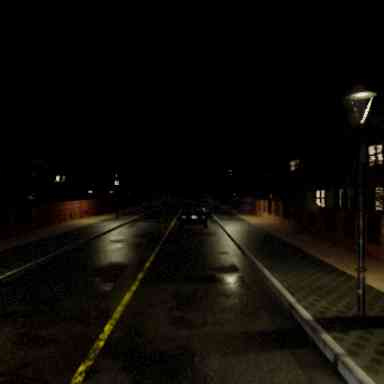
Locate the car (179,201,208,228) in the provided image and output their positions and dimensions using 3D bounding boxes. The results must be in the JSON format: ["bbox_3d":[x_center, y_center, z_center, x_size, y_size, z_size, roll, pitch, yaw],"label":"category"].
[{"bbox_3d":[0.101,1.558,22.414,2.033,1.411,5.357,0,0,0],"label":"car"}]

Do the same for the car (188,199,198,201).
[{"bbox_3d":[0.102,1.587,40.485,2.033,1.411,5.357,0,0,0],"label":"car"}]
